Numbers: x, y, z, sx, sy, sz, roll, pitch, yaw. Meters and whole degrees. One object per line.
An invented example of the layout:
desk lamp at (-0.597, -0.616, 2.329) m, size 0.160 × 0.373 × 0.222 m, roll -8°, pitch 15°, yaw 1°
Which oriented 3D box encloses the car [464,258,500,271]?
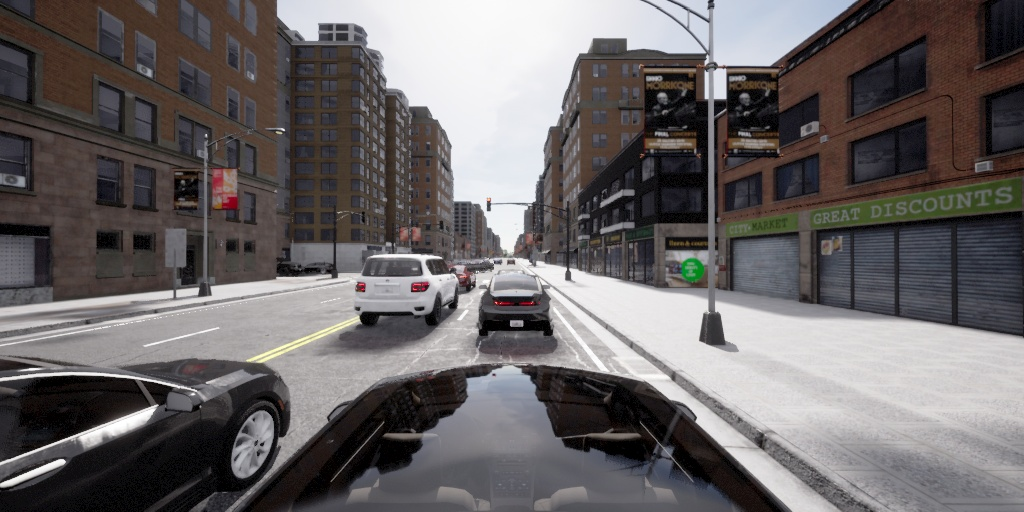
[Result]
car at (-3.746, 1.255, 44.238) m, size 2.128 × 1.511 × 4.902 m, roll 1°, pitch 0°, yaw 19°

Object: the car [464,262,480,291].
car at (-3.253, 1.279, 21.593) m, size 1.812 × 1.442 × 4.674 m, roll 0°, pitch 0°, yaw 0°

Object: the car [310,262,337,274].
car at (-22.237, 1.347, 40.721) m, size 4.313 × 1.339 × 1.948 m, roll 0°, pitch 0°, yaw 0°

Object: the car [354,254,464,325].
car at (-3.175, 0.972, 11.892) m, size 2.150 × 2.045 × 5.566 m, roll 0°, pitch 0°, yaw 1°

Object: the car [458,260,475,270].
car at (-6.709, 1.334, 52.969) m, size 1.994 × 1.385 × 4.181 m, roll 0°, pitch 0°, yaw -1°

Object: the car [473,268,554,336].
car at (0.083, 1.256, 10.385) m, size 1.837 × 1.490 × 4.892 m, roll 0°, pitch 0°, yaw 0°

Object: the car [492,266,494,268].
car at (-0.040, 1.353, 19.699) m, size 1.895 × 1.301 × 4.718 m, roll 0°, pitch 0°, yaw 0°

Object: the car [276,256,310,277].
car at (-23.556, 0.968, 35.243) m, size 5.566 × 2.045 × 2.150 m, roll 1°, pitch 0°, yaw 0°

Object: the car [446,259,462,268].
car at (-9.952, 1.254, 61.835) m, size 1.882 × 1.535 × 5.008 m, roll 0°, pitch 0°, yaw 0°

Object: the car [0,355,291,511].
car at (-3.152, 1.255, 1.666) m, size 1.837 × 1.490 × 4.892 m, roll 0°, pitch 0°, yaw 0°

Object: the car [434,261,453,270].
car at (-9.957, 1.370, 52.587) m, size 1.895 × 1.301 × 4.718 m, roll 0°, pitch 0°, yaw 0°
